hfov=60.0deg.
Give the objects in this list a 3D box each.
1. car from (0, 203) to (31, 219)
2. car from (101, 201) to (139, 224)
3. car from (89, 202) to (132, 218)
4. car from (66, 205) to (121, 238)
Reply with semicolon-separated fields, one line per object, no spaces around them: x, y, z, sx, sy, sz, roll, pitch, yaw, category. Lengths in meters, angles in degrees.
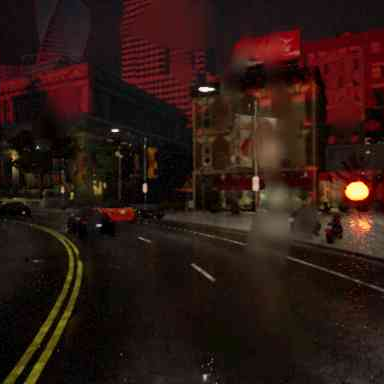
-17.421;1.774;32.388;4.674;1.442;1.812;-1;0;40;car
-6.235;1.506;25.680;2.097;1.767;4.553;0;0;-36;car
-8.112;1.717;32.851;2.002;1.452;4.674;0;0;-45;car
-5.731;1.683;18.649;1.994;1.385;4.181;0;0;-29;car
